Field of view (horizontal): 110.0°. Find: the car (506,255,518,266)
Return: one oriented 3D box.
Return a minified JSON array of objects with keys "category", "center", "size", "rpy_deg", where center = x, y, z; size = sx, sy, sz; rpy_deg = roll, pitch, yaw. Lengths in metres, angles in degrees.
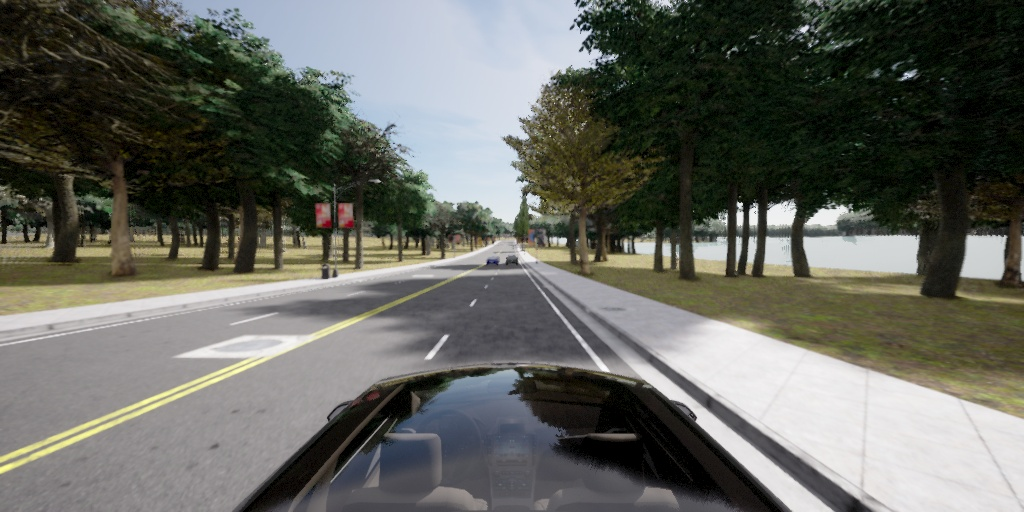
[{"category":"car","center":[-0.005,0.648,59.657],"size":[2.097,1.767,4.553],"rpy_deg":[0,1,0]}]

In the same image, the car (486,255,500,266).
[{"category":"car","center":[-3.255,0.780,59.282],"size":[1.882,1.535,5.008],"rpy_deg":[0,1,0]}]
